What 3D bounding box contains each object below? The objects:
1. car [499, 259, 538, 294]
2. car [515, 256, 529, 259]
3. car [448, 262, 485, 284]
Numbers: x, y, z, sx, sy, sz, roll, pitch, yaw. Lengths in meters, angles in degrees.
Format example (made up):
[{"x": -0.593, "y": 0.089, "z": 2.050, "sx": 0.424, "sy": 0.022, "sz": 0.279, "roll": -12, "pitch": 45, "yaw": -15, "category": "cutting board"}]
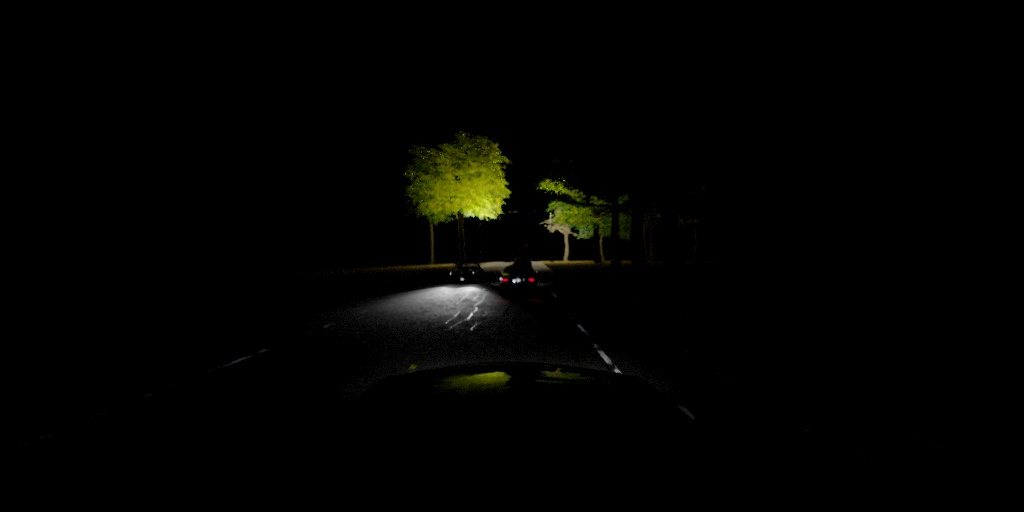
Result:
[{"x": 0.349, "y": 1.098, "z": 18.387, "sx": 2.033, "sy": 1.411, "sz": 5.357, "roll": -1, "pitch": 1, "yaw": 2, "category": "car"}, {"x": 1.114, "y": 0.773, "z": 39.014, "sx": 1.882, "sy": 1.535, "sz": 5.008, "roll": -1, "pitch": 1, "yaw": 3, "category": "car"}, {"x": -3.042, "y": 1.119, "z": 24.515, "sx": 1.895, "sy": 1.301, "sz": 4.718, "roll": -1, "pitch": 1, "yaw": 2, "category": "car"}]
